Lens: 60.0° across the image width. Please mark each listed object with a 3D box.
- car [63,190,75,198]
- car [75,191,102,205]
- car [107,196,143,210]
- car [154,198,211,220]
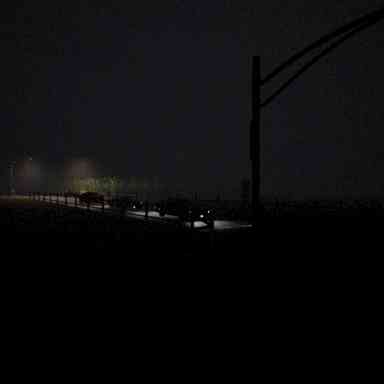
[{"bbox_3d":[-22.525,0.355,62.016,1.882,1.535,5.008,0,1,-35],"label":"car"},{"bbox_3d":[-12.453,0.743,41.068,1.882,1.535,5.008,0,1,-35],"label":"car"},{"bbox_3d":[-6.591,1.051,32.613,1.895,1.301,4.718,0,1,-35],"label":"car"},{"bbox_3d":[-0.855,1.180,24.361,2.033,1.411,5.357,0,1,-35],"label":"car"}]
